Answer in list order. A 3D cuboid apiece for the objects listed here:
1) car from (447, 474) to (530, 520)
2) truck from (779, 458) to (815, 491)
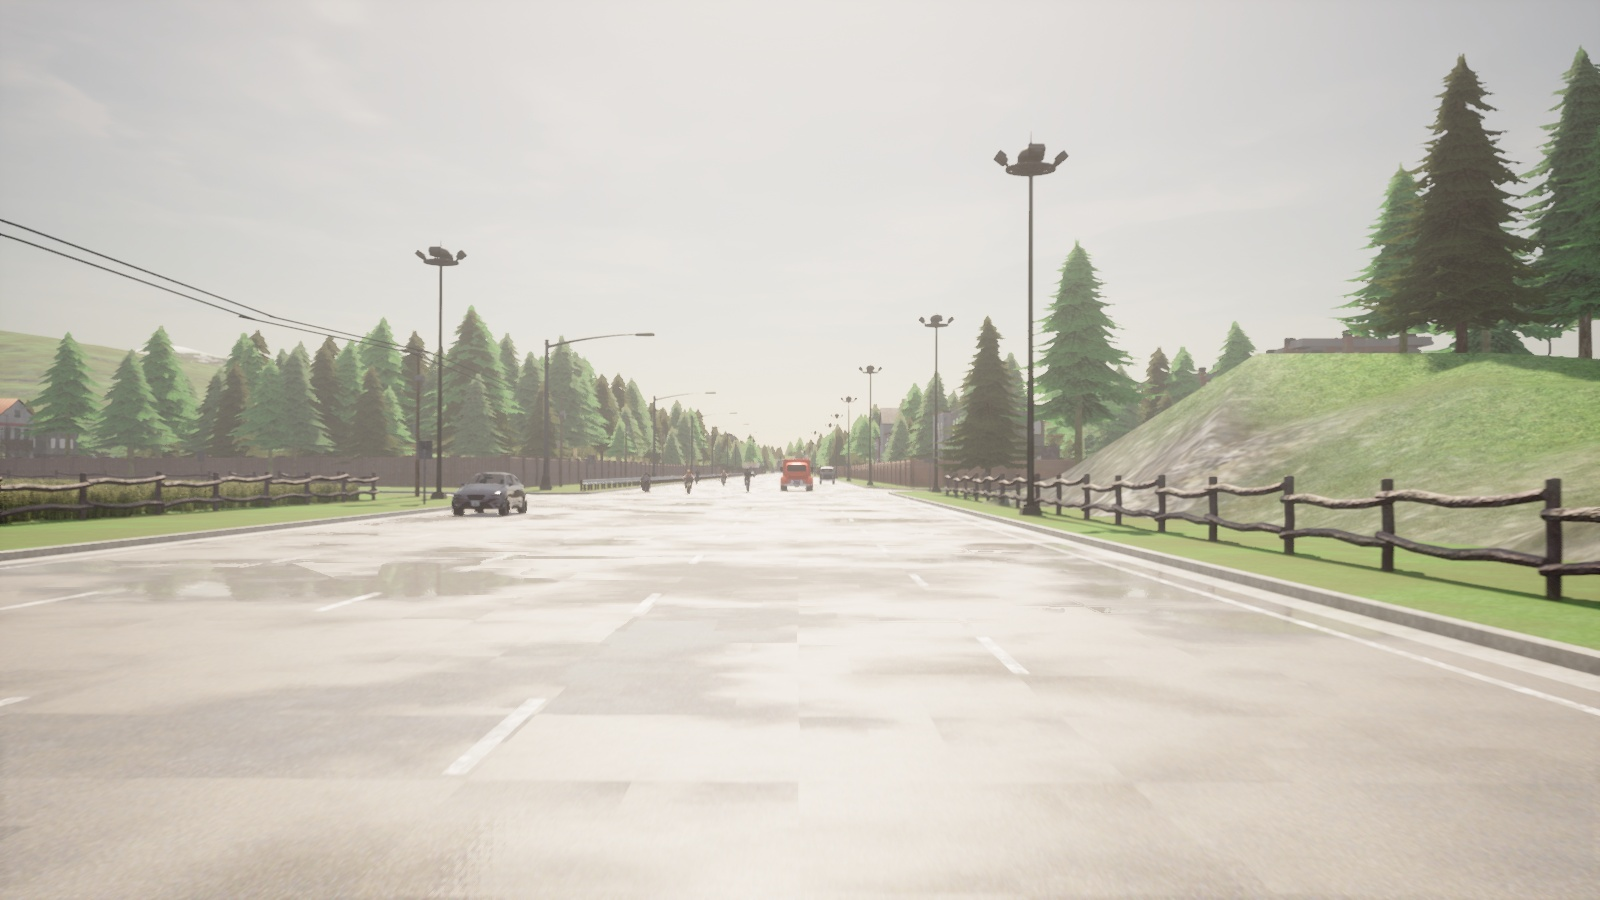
[{"bbox_3d":[-10.605,1.572,43.048,1.816,1.474,4.193,0,-1,0],"label":"car"},{"bbox_3d":[-0.238,1.907,96.536,2.627,2.467,5.204,0,-1,0],"label":"truck"}]
